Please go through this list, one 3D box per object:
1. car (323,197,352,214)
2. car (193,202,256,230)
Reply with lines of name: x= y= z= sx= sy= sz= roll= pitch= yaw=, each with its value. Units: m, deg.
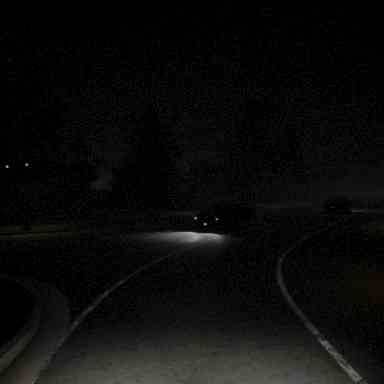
car: x=13.823 y=1.180 z=31.488 sx=1.882 sy=1.535 sz=5.008 roll=0 pitch=0 yaw=33
car: x=2.170 y=1.332 z=20.285 sx=2.033 sy=1.411 sz=5.357 roll=0 pitch=0 yaw=33
